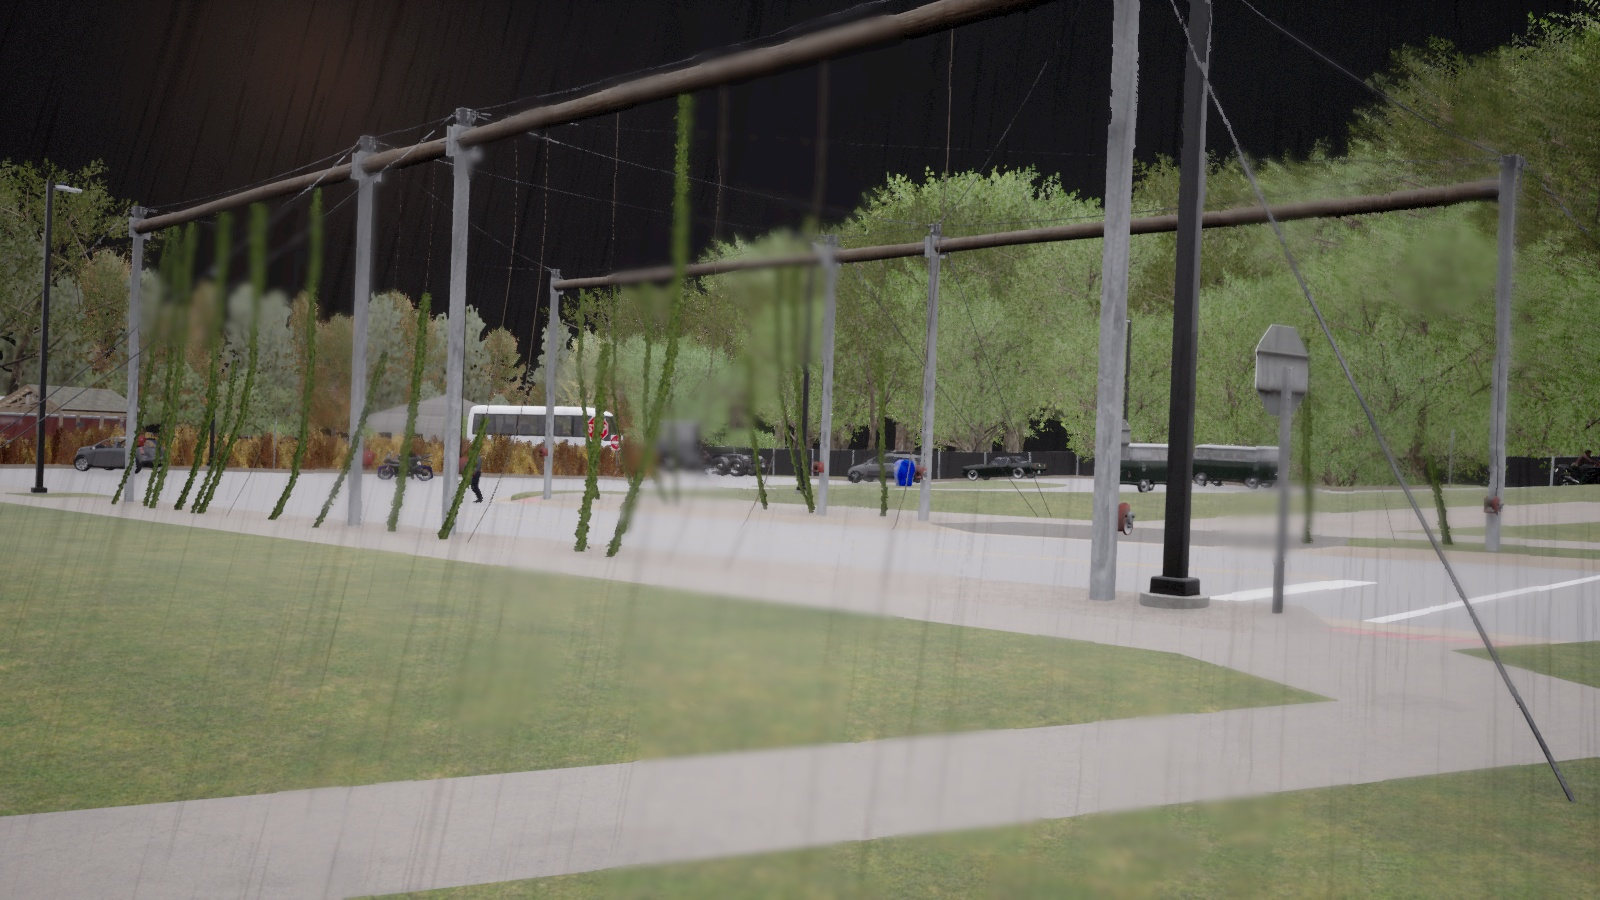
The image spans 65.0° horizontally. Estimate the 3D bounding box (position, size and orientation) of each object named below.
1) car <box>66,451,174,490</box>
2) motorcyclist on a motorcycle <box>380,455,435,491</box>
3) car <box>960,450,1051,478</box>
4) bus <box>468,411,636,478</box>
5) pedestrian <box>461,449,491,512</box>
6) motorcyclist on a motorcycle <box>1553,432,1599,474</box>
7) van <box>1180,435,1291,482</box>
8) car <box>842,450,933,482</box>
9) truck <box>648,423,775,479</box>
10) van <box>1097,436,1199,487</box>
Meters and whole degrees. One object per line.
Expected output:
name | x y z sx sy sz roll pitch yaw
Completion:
car | -28.300 0.827 52.299 3.633 1.501 1.845 1 1 14
motorcyclist on a motorcycle | -16.923 0.984 54.115 2.191 1.530 0.866 0 1 -21
car | 11.748 0.809 71.981 4.718 1.301 1.895 -5 -2 36
bus | -16.413 -0.400 83.295 10.273 4.253 3.944 0 1 14
pedestrian | -10.273 0.966 39.776 0.788 1.949 0.423 1 0 -34
motorcyclist on a motorcycle | 30.214 0.093 48.173 2.044 1.523 0.797 -4 -1 21
van | 19.988 0.351 57.765 1.775 1.987 4.442 -1 2 -44
car | 4.984 0.912 71.390 4.611 1.667 2.242 -2 -1 27
truck | -5.780 0.027 81.616 7.936 3.462 2.891 0 1 27
van | 14.220 0.418 51.237 4.442 1.987 1.775 0 1 -40
